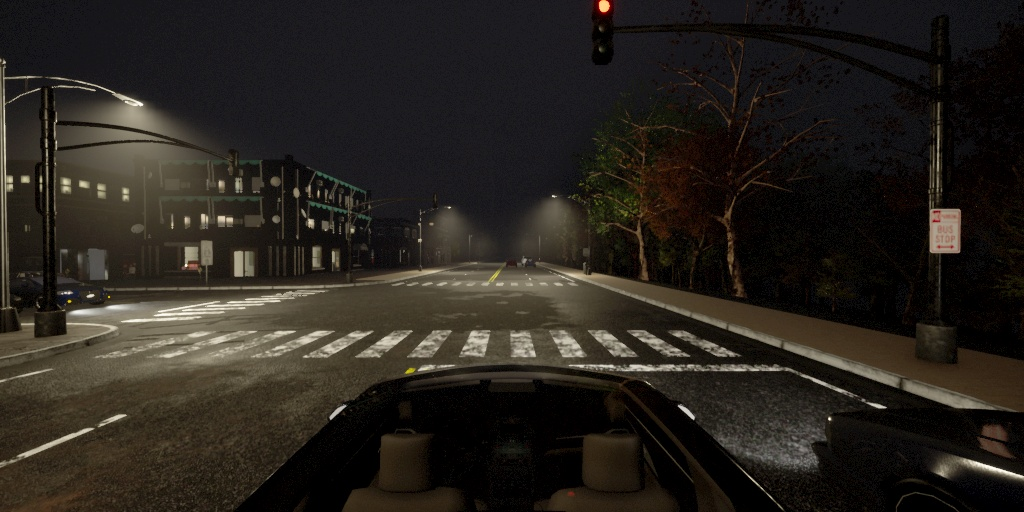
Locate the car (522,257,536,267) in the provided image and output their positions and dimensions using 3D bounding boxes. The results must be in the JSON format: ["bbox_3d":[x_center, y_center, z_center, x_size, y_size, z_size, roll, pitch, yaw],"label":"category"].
[{"bbox_3d":[3.202,1.274,63.173,2.033,1.411,5.357,0,0,0],"label":"car"}]

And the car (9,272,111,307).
[{"bbox_3d":[-19.866,1.534,15.202,4.181,1.385,1.994,-1,1,0],"label":"car"}]

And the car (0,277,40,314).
[{"bbox_3d":[-19.973,1.565,12.496,4.313,1.339,1.948,0,0,0],"label":"car"}]

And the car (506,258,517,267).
[{"bbox_3d":[-0.051,1.204,63.140,1.882,1.535,5.008,0,0,0],"label":"car"}]

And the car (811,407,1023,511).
[{"bbox_3d":[3.354,1.298,0.392,2.033,1.411,5.357,0,0,0],"label":"car"}]
